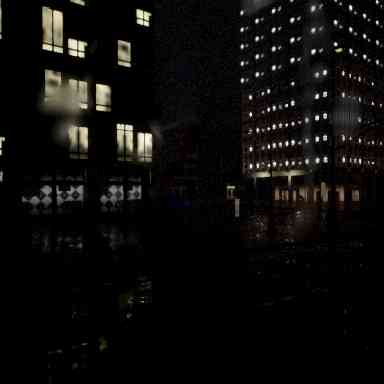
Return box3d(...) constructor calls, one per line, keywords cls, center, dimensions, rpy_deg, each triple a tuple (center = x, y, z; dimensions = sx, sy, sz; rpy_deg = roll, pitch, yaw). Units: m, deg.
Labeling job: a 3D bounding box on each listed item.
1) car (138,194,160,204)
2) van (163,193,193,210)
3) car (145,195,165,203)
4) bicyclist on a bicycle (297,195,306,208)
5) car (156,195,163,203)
box3d(cls="car", center=(-7.817, 1.204, 59.876), dimensions=(1.882, 1.535, 5.008), rpy_deg=(-1, 1, -34))
box3d(cls="van", center=(-1.474, 1.210, 40.252), dimensions=(1.690, 1.788, 3.998), rpy_deg=(0, 0, -34))
box3d(cls="car", center=(-6.996, 1.238, 63.289), dimensions=(1.887, 1.381, 4.507), rpy_deg=(0, 0, -34))
box3d(cls="bicyclist on a bicycle", center=(12.917, 1.117, 39.213), dimensions=(1.656, 1.620, 0.582), rpy_deg=(-1, 1, -34))
box3d(cls="car", center=(-3.883, 1.035, 58.707), dimensions=(2.192, 1.841, 5.009), rpy_deg=(0, 0, -34))
